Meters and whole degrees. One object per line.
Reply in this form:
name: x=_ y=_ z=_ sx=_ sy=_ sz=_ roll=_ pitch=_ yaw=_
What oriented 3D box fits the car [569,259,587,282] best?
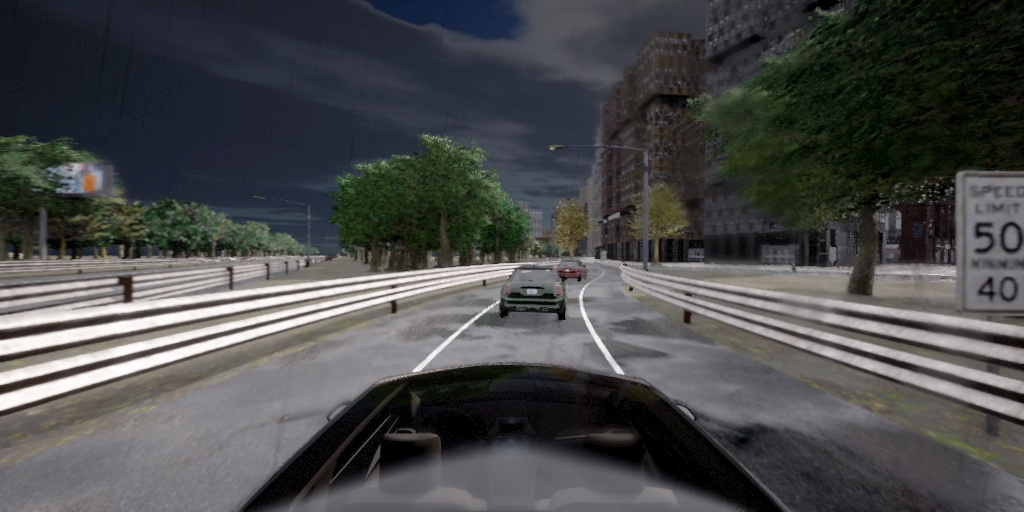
car: x=4.926 y=1.119 z=29.535 sx=2.097 sy=1.767 sz=4.553 roll=0 pitch=0 yaw=18

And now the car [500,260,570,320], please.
car: x=0.917 y=1.106 z=13.018 sx=2.097 sy=1.767 sz=4.553 roll=1 pitch=0 yaw=8
